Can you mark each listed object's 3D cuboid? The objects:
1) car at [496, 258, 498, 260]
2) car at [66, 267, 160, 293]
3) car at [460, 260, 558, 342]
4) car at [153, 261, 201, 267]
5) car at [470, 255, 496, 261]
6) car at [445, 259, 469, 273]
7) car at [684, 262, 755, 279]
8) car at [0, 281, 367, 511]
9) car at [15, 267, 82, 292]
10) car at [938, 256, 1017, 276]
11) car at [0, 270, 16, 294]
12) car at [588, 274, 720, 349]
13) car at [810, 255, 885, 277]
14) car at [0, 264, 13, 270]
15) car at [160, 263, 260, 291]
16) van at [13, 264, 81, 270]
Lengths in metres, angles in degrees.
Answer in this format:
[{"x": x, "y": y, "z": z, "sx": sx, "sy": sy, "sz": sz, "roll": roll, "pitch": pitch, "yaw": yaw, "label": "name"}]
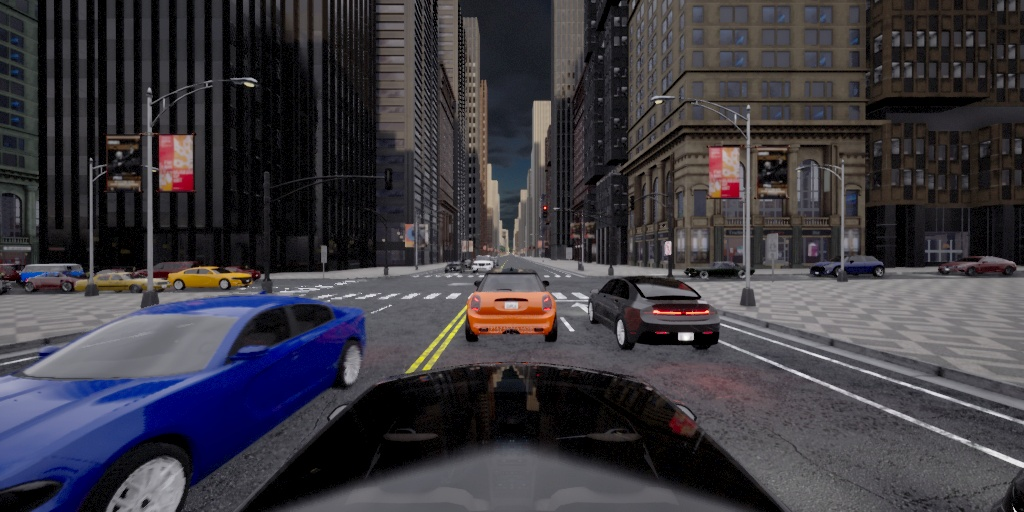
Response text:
[{"x": -3.461, "y": 1.284, "z": 53.708, "sx": 1.994, "sy": 1.385, "sz": 4.181, "roll": 0, "pitch": 0, "yaw": 1, "label": "car"}, {"x": -23.880, "y": 1.593, "z": 22.147, "sx": 4.829, "sy": 1.417, "sz": 1.751, "roll": 0, "pitch": 0, "yaw": 0, "label": "car"}, {"x": -0.007, "y": 1.101, "z": 9.963, "sx": 2.097, "sy": 1.767, "sz": 4.553, "roll": 0, "pitch": 0, "yaw": 0, "label": "car"}, {"x": -29.128, "y": 1.414, "z": 30.680, "sx": 5.009, "sy": 1.841, "sz": 2.192, "roll": 0, "pitch": 0, "yaw": 0, "label": "car"}, {"x": -3.449, "y": 0.952, "z": 43.358, "sx": 2.150, "sy": 2.045, "sz": 5.566, "roll": 0, "pitch": 0, "yaw": 0, "label": "car"}, {"x": -6.697, "y": 1.295, "z": 42.515, "sx": 1.994, "sy": 1.385, "sz": 4.181, "roll": 0, "pitch": 0, "yaw": 0, "label": "car"}, {"x": 16.092, "y": 1.100, "z": 28.043, "sx": 4.718, "sy": 1.301, "sz": 1.895, "roll": -1, "pitch": 0, "yaw": 0, "label": "car"}, {"x": -3.353, "y": 1.227, "z": 3.995, "sx": 1.882, "sy": 1.535, "sz": 5.008, "roll": 0, "pitch": 0, "yaw": 0, "label": "car"}, {"x": -30.780, "y": 1.711, "z": 24.819, "sx": 4.181, "sy": 1.385, "sz": 1.994, "roll": -1, "pitch": 0, "yaw": 1, "label": "car"}, {"x": 36.379, "y": 0.754, "z": 28.051, "sx": 4.674, "sy": 1.442, "sz": 1.812, "roll": -1, "pitch": 0, "yaw": 0, "label": "car"}, {"x": -33.822, "y": 1.751, "z": 22.145, "sx": 4.403, "sy": 1.370, "sz": 2.007, "roll": 0, "pitch": 0, "yaw": 0, "label": "car"}, {"x": 3.235, "y": 1.254, "z": 9.102, "sx": 1.837, "sy": 1.490, "sz": 4.892, "roll": 0, "pitch": 0, "yaw": 0, "label": "car"}, {"x": 26.106, "y": 0.717, "z": 28.052, "sx": 4.553, "sy": 1.767, "sz": 2.097, "roll": -1, "pitch": 0, "yaw": 0, "label": "car"}, {"x": -44.390, "y": 1.621, "z": 30.694, "sx": 5.009, "sy": 1.841, "sz": 2.192, "roll": 0, "pitch": 0, "yaw": 0, "label": "car"}, {"x": -20.782, "y": 1.489, "z": 24.807, "sx": 5.008, "sy": 1.535, "sz": 1.882, "roll": -1, "pitch": 0, "yaw": 0, "label": "car"}, {"x": -39.303, "y": 1.578, "z": 30.689, "sx": 3.998, "sy": 1.789, "sz": 1.690, "roll": 0, "pitch": 0, "yaw": 0, "label": "van"}]
